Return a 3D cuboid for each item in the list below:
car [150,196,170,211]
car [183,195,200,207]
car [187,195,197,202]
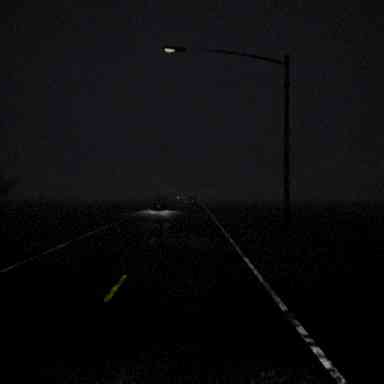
[{"bbox_3d":[-3.594,1.292,38.033,1.837,1.490,4.892,0,0,0],"label":"car"},{"bbox_3d":[0.103,1.289,46.299,2.033,1.411,5.357,0,0,0],"label":"car"},{"bbox_3d":[-0.002,1.209,63.323,1.994,1.385,4.181,0,0,0],"label":"car"}]
